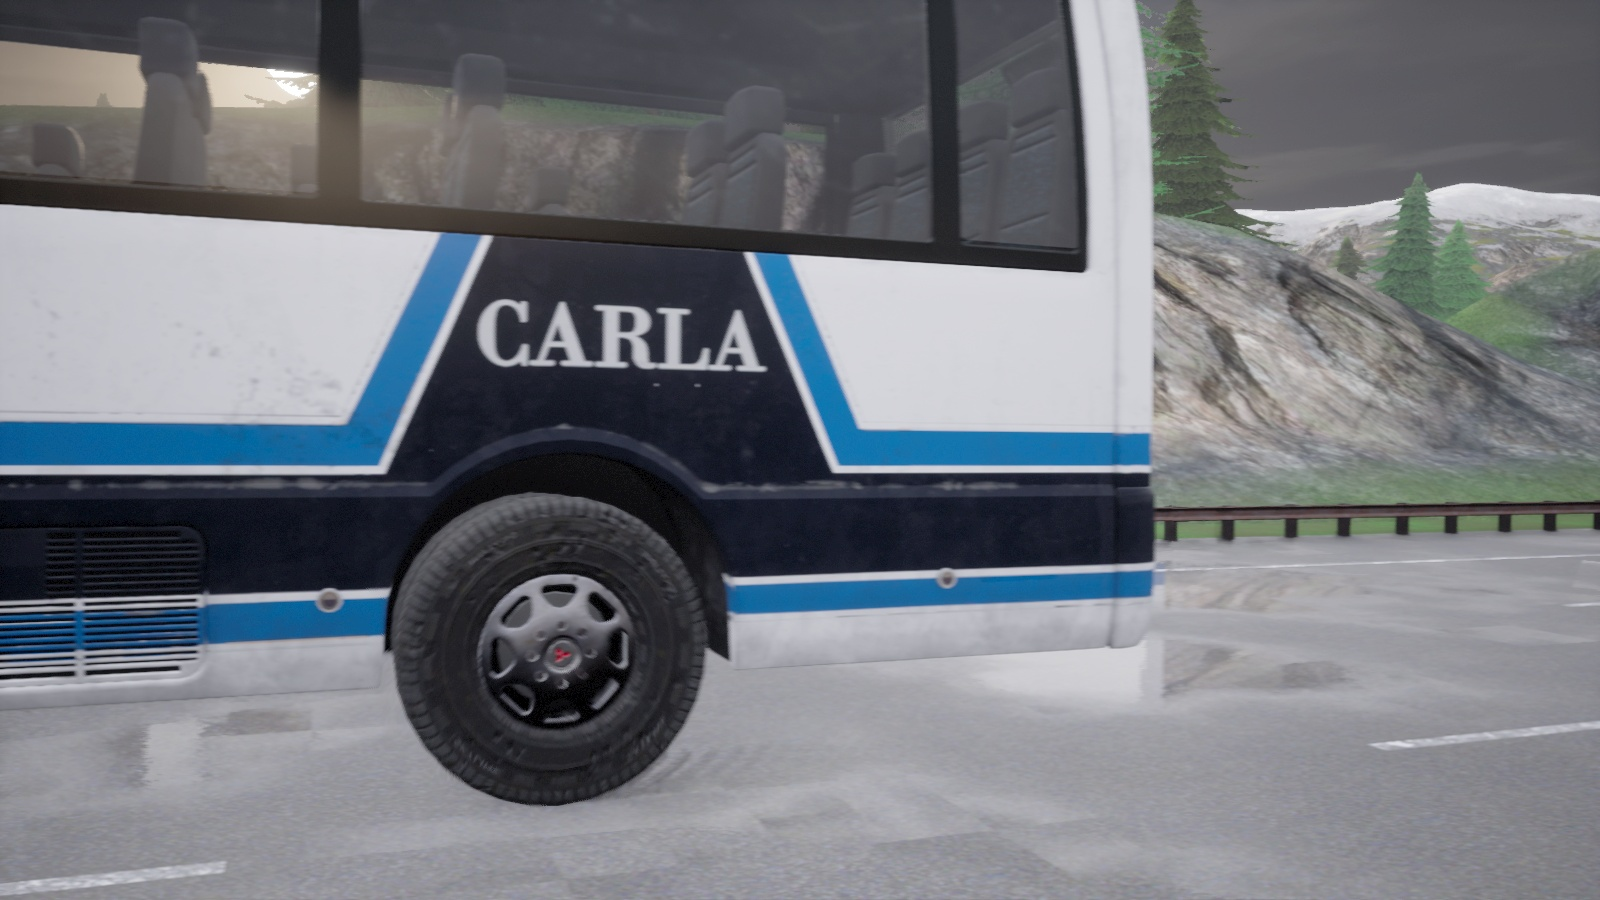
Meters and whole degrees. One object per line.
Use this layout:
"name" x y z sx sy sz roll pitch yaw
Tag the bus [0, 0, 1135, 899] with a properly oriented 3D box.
"bus" -4.073 -0.623 5.420 10.273 4.253 3.944 -1 1 -21
